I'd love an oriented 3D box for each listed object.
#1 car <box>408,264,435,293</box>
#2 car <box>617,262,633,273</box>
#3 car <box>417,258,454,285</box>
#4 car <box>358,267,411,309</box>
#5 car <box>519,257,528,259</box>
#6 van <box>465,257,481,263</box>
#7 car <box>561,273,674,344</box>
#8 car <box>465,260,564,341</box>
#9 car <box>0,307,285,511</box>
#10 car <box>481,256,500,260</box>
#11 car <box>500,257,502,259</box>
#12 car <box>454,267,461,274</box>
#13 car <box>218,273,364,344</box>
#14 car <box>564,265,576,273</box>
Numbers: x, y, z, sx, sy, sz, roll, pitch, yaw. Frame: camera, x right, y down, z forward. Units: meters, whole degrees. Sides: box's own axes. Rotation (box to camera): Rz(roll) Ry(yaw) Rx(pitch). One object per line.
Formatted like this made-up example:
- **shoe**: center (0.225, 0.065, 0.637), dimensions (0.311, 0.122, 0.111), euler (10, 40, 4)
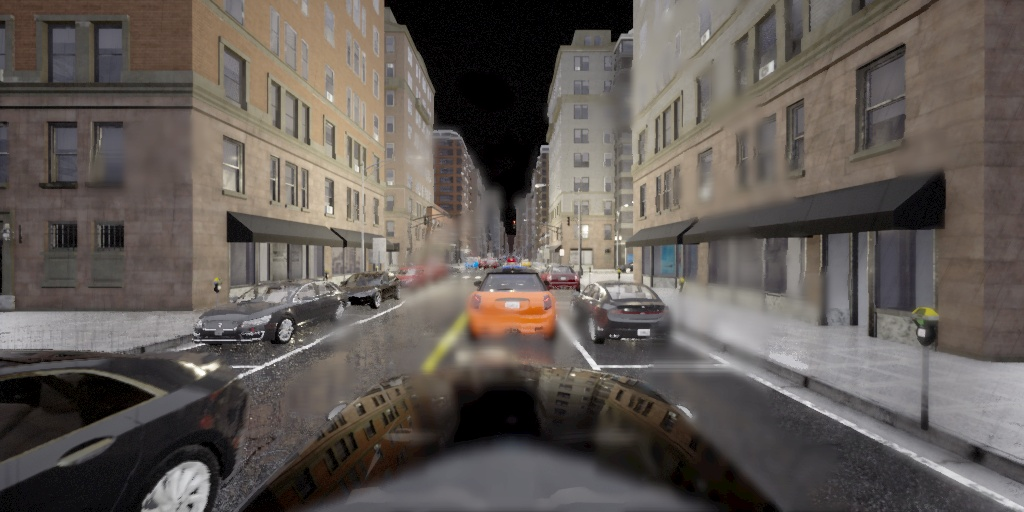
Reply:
- **car**: center (-5.884, 1.329, 20.407), dimensions (1.802, 1.307, 4.207), euler (0, 0, 0)
- **car**: center (14.508, 1.238, 41.088), dimensions (4.892, 1.490, 1.837), euler (0, 0, 1)
- **car**: center (-5.892, 1.061, 25.930), dimensions (2.192, 1.841, 5.009), euler (0, 0, 0)
- **car**: center (-5.875, 1.314, 14.883), dimensions (1.948, 1.339, 4.313), euler (0, 0, 0)
- **car**: center (2.577, 1.259, 64.276), dimensions (1.751, 1.417, 4.829), euler (0, 0, 0)
- **van**: center (-5.932, 1.078, 52.878), dimensions (1.690, 1.789, 3.998), euler (0, 0, 0)
- **car**: center (2.659, 1.300, 9.395), dimensions (2.007, 1.370, 4.403), euler (0, 0, 0)
- **car**: center (0.009, 1.101, 10.017), dimensions (2.097, 1.767, 4.553), euler (0, 0, 0)
- **car**: center (-3.097, 1.255, 0.962), dimensions (1.837, 1.490, 4.892), euler (0, 0, 0)
- **car**: center (-3.162, 1.215, 53.465), dimensions (1.882, 1.535, 5.008), euler (0, 0, 0)
- **car**: center (-3.157, 1.260, 62.807), dimensions (1.812, 1.442, 4.674), euler (0, 0, 0)
- **car**: center (-7.988, 1.294, 36.458), dimensions (5.357, 1.411, 2.033), euler (0, 0, 15)
- **car**: center (-5.867, 1.300, 9.359), dimensions (2.007, 1.370, 4.403), euler (0, 0, 0)
- **car**: center (2.642, 1.187, 20.445), dimensions (1.967, 1.591, 4.097), euler (0, 0, 0)
